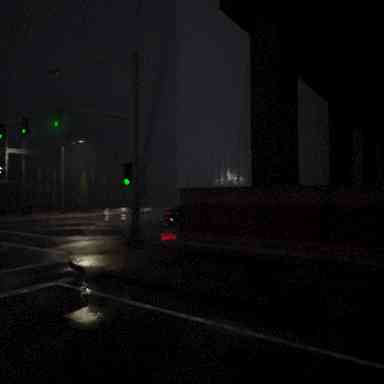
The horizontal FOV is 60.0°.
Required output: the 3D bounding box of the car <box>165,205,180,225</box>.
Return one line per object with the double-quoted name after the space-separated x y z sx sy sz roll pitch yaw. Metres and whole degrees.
-0.015 1.652 25.052 1.837 1.490 4.892 -1 0 36 "car"
